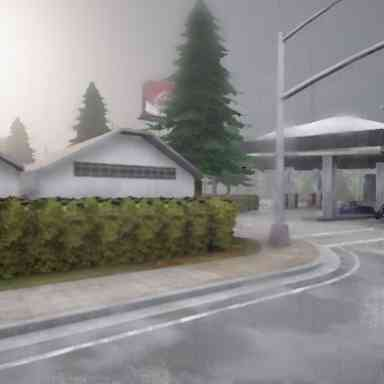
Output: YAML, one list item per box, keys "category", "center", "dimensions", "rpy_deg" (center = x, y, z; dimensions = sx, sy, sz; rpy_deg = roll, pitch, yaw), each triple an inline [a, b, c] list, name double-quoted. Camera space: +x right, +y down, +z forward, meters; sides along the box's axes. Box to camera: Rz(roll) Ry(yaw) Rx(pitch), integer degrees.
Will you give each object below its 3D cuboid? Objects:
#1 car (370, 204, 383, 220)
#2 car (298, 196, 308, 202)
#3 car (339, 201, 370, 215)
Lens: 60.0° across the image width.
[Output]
- category: "car"
  center: [18.612, 1.606, 30.720]
  dimensions: [3.866, 1.878, 1.905]
  rpy_deg: [1, 0, -36]
- category: "car"
  center: [29.841, 1.999, 87.342]
  dimensions: [2.152, 1.636, 5.027]
  rpy_deg: [1, 0, -36]
- category: "car"
  center: [18.774, 1.811, 37.849]
  dimensions: [4.611, 1.667, 2.242]
  rpy_deg: [1, 0, -36]
